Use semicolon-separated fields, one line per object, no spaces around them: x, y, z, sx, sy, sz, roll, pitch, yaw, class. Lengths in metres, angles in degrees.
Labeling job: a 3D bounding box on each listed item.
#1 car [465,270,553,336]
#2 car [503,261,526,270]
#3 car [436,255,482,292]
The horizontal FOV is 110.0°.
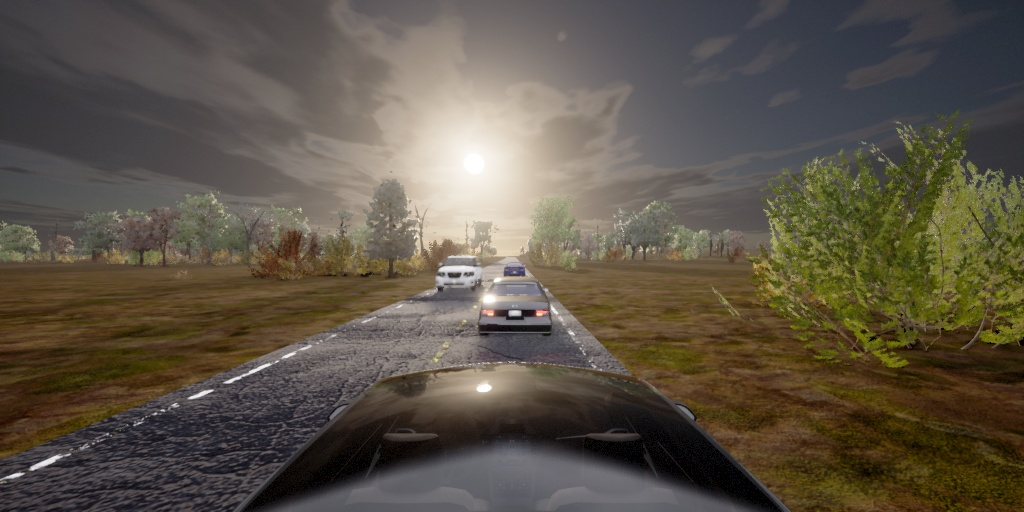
0.118;1.298;10.355;2.033;1.411;5.357;0;0;1;car
0.228;1.221;32.578;1.882;1.535;5.008;0;0;0;car
-3.019;0.970;21.530;2.150;2.045;5.566;0;0;0;car
